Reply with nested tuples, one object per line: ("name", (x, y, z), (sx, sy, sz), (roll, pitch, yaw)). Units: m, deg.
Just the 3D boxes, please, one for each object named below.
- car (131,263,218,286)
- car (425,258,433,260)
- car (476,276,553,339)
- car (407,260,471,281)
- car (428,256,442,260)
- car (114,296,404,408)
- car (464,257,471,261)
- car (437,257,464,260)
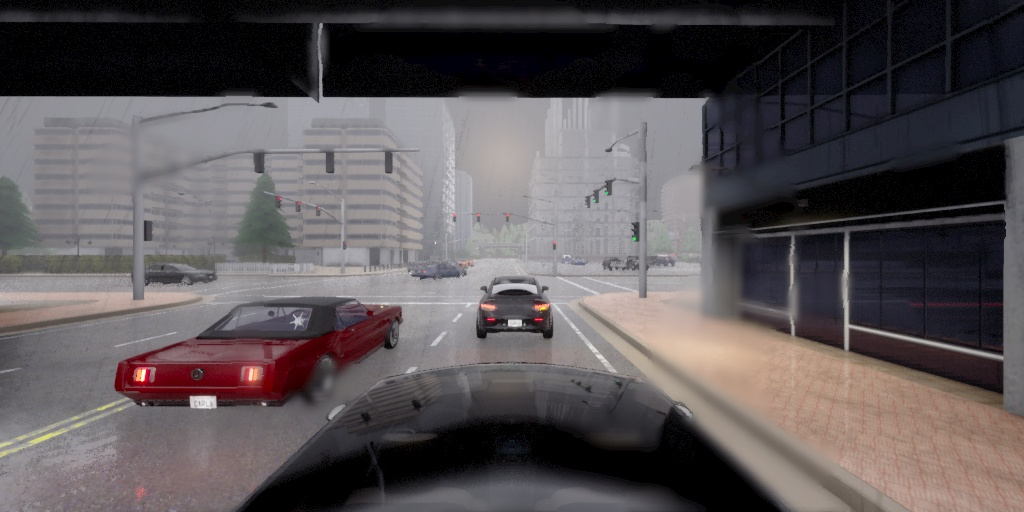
("car", (-22.800, 1.255, 24.323), (4.892, 1.490, 1.837), (0, 0, -1))
("car", (-11.582, 1.314, 44.610), (1.994, 1.385, 4.181), (0, 0, 0))
("car", (0.071, 1.276, 10.004), (1.812, 1.442, 4.674), (0, 0, 0))
("car", (-6.163, 1.297, 30.685), (2.033, 1.411, 5.357), (0, 0, 31))
("car", (-11.656, 0.971, 53.968), (2.150, 2.045, 5.566), (0, 0, -1))
("car", (-3.440, 1.351, 6.237), (1.895, 1.301, 4.718), (0, 0, 0))
("car", (-8.173, 1.102, 56.317), (2.097, 1.767, 4.553), (0, 0, 0))
("car", (-8.107, 1.241, 47.406), (2.128, 1.511, 4.902), (0, 0, 0))
